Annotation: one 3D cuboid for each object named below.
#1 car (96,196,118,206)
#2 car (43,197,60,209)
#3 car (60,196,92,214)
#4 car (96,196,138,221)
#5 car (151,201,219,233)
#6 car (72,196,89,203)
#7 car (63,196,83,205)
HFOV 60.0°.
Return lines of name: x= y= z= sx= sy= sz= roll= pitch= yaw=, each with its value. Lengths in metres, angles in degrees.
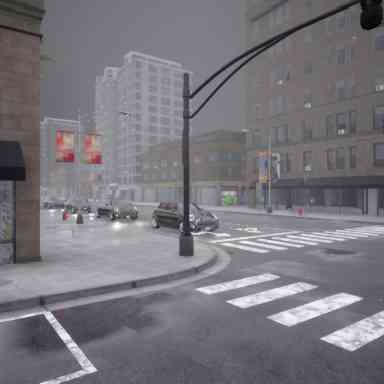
car: x=-14.071 y=1.414 z=55.052 sx=1.837 sy=1.490 sz=4.892 roll=0 pitch=0 yaw=-36
car: x=-18.296 y=1.439 z=43.998 sx=1.837 sy=1.490 sz=4.892 roll=0 pitch=0 yaw=-35
car: x=-12.237 y=1.454 z=35.549 sx=1.837 sy=1.490 sz=4.892 roll=0 pitch=0 yaw=-36
car: x=-6.179 y=1.317 z=27.155 sx=2.097 sy=1.767 sz=4.553 roll=0 pitch=0 yaw=-36
car: x=-0.496 y=1.332 z=19.293 sx=2.097 sy=1.767 sz=4.553 roll=0 pitch=0 yaw=-36
car: x=-22.228 y=1.451 z=66.335 sx=1.994 sy=1.385 sz=4.181 roll=0 pitch=0 yaw=-36
car: x=-21.393 y=1.450 z=59.649 sx=2.033 sy=1.411 sz=5.357 roll=0 pitch=0 yaw=-36
